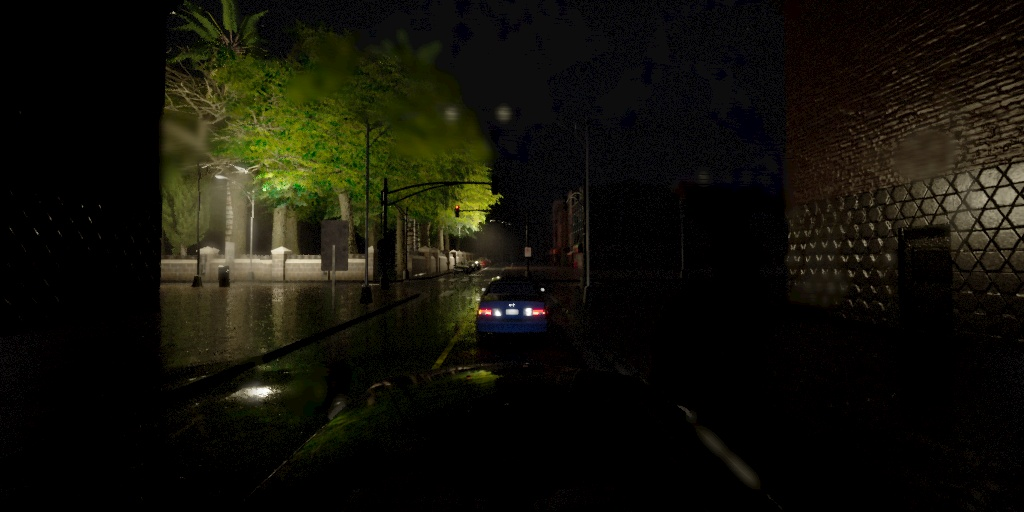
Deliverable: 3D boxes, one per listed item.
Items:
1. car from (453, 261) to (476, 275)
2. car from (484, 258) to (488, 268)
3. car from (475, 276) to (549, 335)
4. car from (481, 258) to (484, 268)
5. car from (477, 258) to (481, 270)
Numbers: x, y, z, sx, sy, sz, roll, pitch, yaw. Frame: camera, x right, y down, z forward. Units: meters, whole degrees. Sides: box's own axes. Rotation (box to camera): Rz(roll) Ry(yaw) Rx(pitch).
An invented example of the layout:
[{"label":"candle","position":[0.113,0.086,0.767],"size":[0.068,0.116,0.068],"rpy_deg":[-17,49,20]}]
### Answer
[{"label":"car","position":[-5.496,1.333,39.855],"size":[2.007,1.370,4.403],"rpy_deg":[0,0,0]},{"label":"car","position":[-5.639,1.417,63.340],"size":[1.802,1.307,4.207],"rpy_deg":[0,0,0]},{"label":"car","position":[0.026,1.301,10.532],"size":[2.033,1.411,5.357],"rpy_deg":[0,0,1]},{"label":"car","position":[-5.560,1.371,52.441],"size":[1.948,1.339,4.313],"rpy_deg":[0,0,0]},{"label":"car","position":[-5.521,1.345,46.991],"size":[2.007,1.370,4.403],"rpy_deg":[0,0,0]}]
